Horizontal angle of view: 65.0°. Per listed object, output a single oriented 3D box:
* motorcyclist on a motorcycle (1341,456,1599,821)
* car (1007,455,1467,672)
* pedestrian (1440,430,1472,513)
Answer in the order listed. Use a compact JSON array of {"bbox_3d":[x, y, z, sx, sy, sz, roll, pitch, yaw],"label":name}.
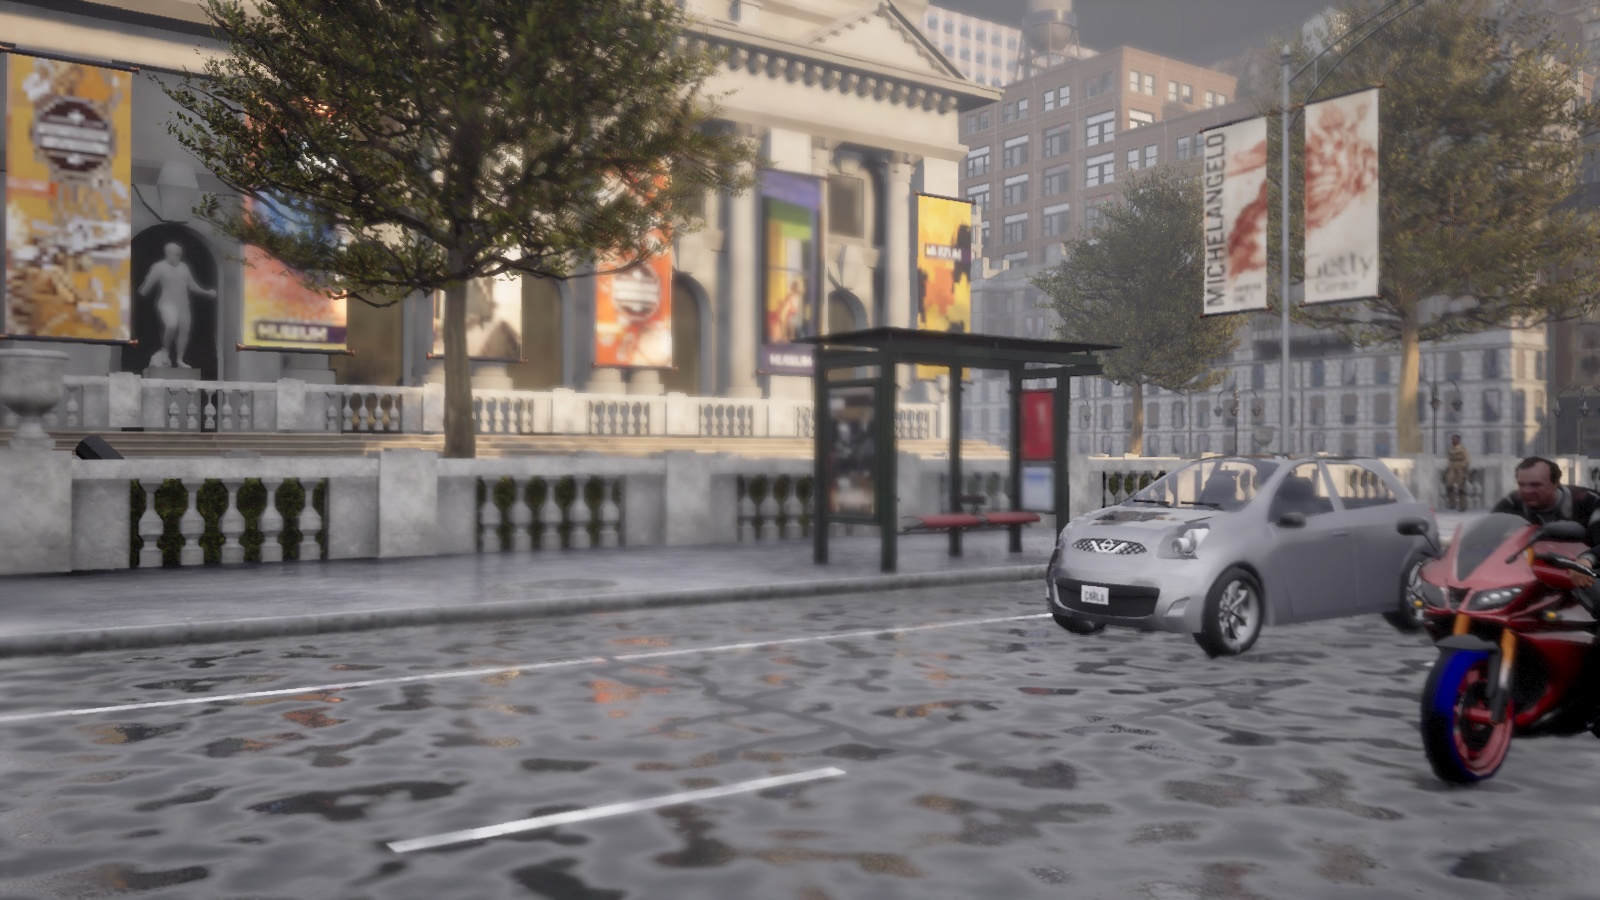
[{"bbox_3d":[3.738,0.802,6.258,2.191,1.530,0.866,0,-1,-35],"label":"motorcyclist on a motorcycle"},{"bbox_3d":[3.708,0.794,10.503,3.633,1.501,1.845,0,0,-35],"label":"car"},{"bbox_3d":[15.455,0.495,29.584,0.692,1.930,0.396,0,0,-34],"label":"pedestrian"}]
